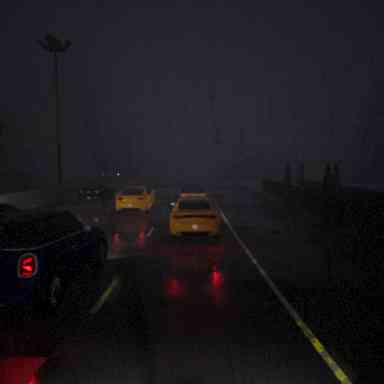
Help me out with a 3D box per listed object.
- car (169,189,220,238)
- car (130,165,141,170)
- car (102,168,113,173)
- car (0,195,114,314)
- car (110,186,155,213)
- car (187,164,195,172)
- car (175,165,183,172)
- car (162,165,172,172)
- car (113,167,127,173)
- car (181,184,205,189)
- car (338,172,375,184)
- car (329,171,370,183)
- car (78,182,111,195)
[{"bbox_3d":[0.098,0.896,14.134,1.882,1.535,5.008,0,4,0],"label":"car"},{"bbox_3d":[-14.224,-5.847,84.156,2.150,2.045,5.566,0,5,0],"label":"car"},{"bbox_3d":[-21.224,-5.477,84.168,1.895,1.301,4.718,0,5,0],"label":"car"},{"bbox_3d":[-3.393,1.149,7.365,2.097,1.767,4.553,0,2,0],"label":"car"},{"bbox_3d":[-3.419,0.336,20.749,1.882,1.535,5.008,0,5,0],"label":"car"},{"bbox_3d":[-0.252,-6.365,92.920,2.033,1.411,5.357,0,5,0],"label":"car"},{"bbox_3d":[-3.752,-6.428,92.903,1.882,1.535,5.008,0,5,0],"label":"car"},{"bbox_3d":[-7.252,-6.377,92.896,2.128,1.511,4.902,0,5,0],"label":"car"},{"bbox_3d":[-17.724,-5.550,84.202,2.128,1.511,4.902,0,5,0],"label":"car"},{"bbox_3d":[0.071,0.091,24.773,1.895,1.301,4.718,0,5,0],"label":"car"},{"bbox_3d":[21.683,-1.881,44.511,5.008,1.535,1.882,0,5,2],"label":"car"},{"bbox_3d":[22.658,-2.190,47.964,4.902,1.511,2.128,0,5,2],"label":"car"},{"bbox_3d":[-6.930,-0.013,24.666,2.128,1.511,4.902,0,5,0],"label":"car"}]
